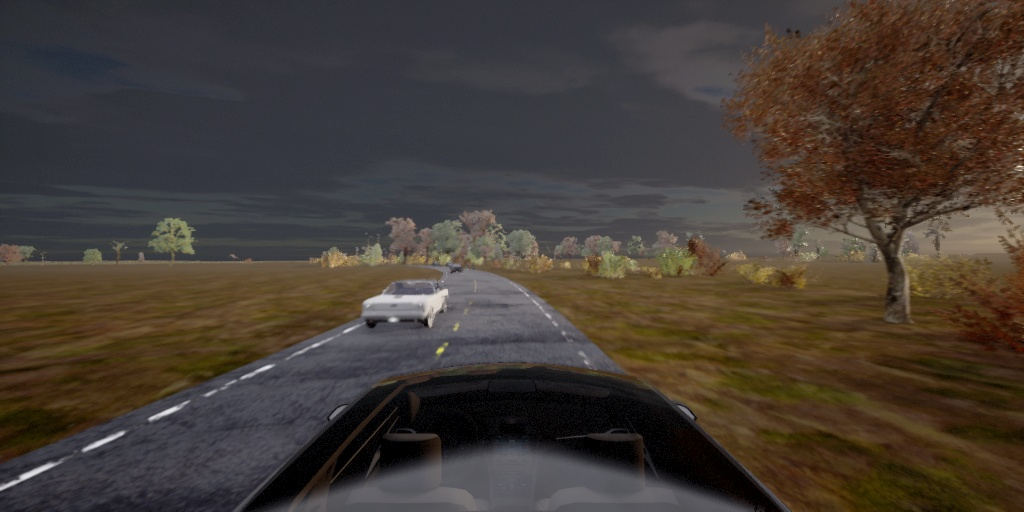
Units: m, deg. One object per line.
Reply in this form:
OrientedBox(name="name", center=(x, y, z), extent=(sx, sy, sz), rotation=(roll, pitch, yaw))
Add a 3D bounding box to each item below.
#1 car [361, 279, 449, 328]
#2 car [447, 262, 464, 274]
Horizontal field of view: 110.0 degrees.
OrientedBox(name="car", center=(-3.342, 1.472, 12.047), extent=(1.895, 1.301, 4.718), rotation=(0, -1, -2))
OrientedBox(name="car", center=(-8.264, 1.891, 53.551), extent=(2.033, 1.411, 5.357), rotation=(0, -1, -11))
